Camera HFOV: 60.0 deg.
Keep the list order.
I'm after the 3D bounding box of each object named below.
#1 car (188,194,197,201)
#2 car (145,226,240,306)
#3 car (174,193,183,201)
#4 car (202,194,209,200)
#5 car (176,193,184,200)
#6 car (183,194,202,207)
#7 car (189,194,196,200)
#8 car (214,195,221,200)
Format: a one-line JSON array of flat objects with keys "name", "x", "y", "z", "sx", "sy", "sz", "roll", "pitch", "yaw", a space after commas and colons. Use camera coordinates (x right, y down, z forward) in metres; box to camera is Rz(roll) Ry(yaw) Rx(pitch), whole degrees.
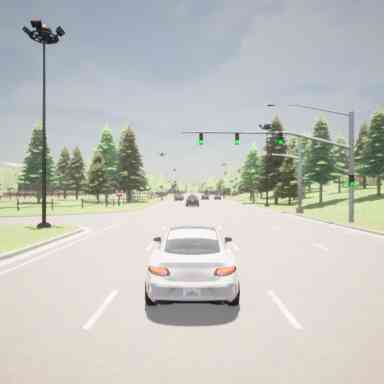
[{"name": "car", "x": 0.128, "y": 1.342, "z": 82.798, "sx": 2.097, "sy": 1.767, "sz": 4.553, "roll": 0, "pitch": 0, "yaw": 0}, {"name": "car", "x": 0.018, "y": 1.525, "z": 7.895, "sx": 1.812, "sy": 1.442, "sz": 4.674, "roll": 0, "pitch": 0, "yaw": 0}, {"name": "car", "x": -3.372, "y": 1.538, "z": 82.800, "sx": 1.994, "sy": 1.385, "sz": 4.181, "roll": 0, "pitch": 0, "yaw": 0}, {"name": "car", "x": 3.644, "y": 1.349, "z": 93.209, "sx": 2.097, "sy": 1.767, "sz": 4.553, "roll": 0, "pitch": 0, "yaw": 0}, {"name": "car", "x": -3.357, "y": 1.181, "z": 92.807, "sx": 2.097, "sy": 1.767, "sz": 4.553, "roll": 0, "pitch": 0, "yaw": 0}, {"name": "car", "x": 0.080, "y": 1.349, "z": 51.769, "sx": 2.097, "sy": 1.767, "sz": 4.553, "roll": 0, "pitch": 0, "yaw": 0}, {"name": "car", "x": 0.144, "y": 1.326, "z": 92.832, "sx": 1.837, "sy": 1.490, "sz": 4.892, "roll": 0, "pitch": 0, "yaw": 0}, {"name": "car", "x": 7.144, "y": 1.519, "z": 93.234, "sx": 2.128, "sy": 1.511, "sz": 4.902, "roll": 0, "pitch": 0, "yaw": 0}]
